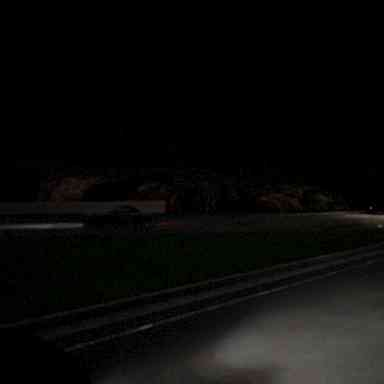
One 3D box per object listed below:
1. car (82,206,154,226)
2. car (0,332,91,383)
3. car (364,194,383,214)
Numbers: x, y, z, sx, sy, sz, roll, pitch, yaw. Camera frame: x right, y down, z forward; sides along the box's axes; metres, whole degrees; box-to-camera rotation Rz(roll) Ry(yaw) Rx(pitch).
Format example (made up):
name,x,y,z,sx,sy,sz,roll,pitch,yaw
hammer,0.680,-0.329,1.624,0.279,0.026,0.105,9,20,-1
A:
name,x,y,z,sx,sy,sz,roll,pitch,yaw
car,-5.048,1.611,22.838,4.718,1.301,1.895,0,0,-10
car,-2.848,1.490,1.382,4.902,1.511,2.128,0,1,-36
car,20.263,1.255,34.153,5.566,2.045,2.150,0,0,-25
